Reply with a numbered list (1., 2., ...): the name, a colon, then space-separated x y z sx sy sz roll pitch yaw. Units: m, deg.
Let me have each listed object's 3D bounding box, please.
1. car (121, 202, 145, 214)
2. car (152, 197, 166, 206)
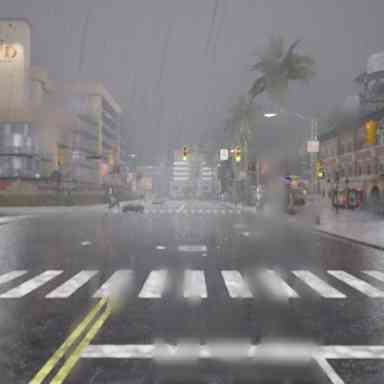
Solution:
1. car: -7.138 1.939 40.776 1.895 1.301 4.718 0 0 4
2. car: -6.990 2.095 68.249 1.994 1.385 4.181 0 0 0
